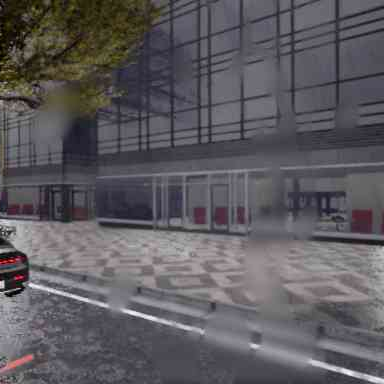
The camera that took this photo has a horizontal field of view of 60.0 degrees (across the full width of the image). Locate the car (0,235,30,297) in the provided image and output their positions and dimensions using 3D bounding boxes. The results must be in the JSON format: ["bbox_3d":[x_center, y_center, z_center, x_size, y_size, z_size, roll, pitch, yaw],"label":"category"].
[{"bbox_3d":[-5.688,1.637,7.741,4.892,1.490,1.837,-3,-2,35],"label":"car"}]
